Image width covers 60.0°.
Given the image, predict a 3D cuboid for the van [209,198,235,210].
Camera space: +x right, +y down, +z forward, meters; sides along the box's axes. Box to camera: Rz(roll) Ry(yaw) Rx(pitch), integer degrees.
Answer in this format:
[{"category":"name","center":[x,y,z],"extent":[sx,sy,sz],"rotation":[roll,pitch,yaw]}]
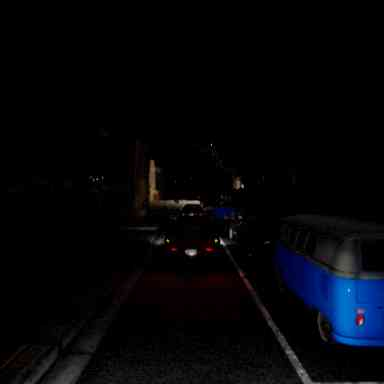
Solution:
[{"category":"van","center":[2.646,1.449,27.838],"extent":[1.690,1.788,3.998],"rotation":[1,0,0]}]

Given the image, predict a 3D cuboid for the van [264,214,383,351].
[{"category":"van","center":[2.650,1.361,6.040],"extent":[1.690,1.788,3.998],"rotation":[1,0,0]}]

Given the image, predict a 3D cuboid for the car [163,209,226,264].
[{"category":"car","center":[0.045,1.567,11.890],"extent":[1.812,1.442,4.674],"rotation":[0,0,1]}]

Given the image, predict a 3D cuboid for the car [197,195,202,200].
[{"category":"car","center":[2.638,1.626,65.984],"extent":[2.192,1.841,5.009],"rotation":[1,0,0]}]

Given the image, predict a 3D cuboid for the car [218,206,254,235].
[{"category":"car","center":[2.645,1.612,16.938],"extent":[2.008,1.369,4.403],"rotation":[1,0,0]}]

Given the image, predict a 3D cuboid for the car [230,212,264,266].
[{"category":"car","center":[2.646,1.606,11.489],"extent":[1.947,1.339,4.313],"rotation":[1,0,0]}]

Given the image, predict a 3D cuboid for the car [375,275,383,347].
[{"category":"car","center":[2.649,1.528,0.761],"extent":[1.752,1.417,4.829],"rotation":[1,0,0]}]

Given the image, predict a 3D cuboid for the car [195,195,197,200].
[{"category":"car","center":[2.630,2.043,92.412],"extent":[1.887,1.381,4.507],"rotation":[1,0,0]}]

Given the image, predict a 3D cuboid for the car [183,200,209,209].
[{"category":"car","center":[0.040,1.647,26.160],"extent":[2.033,1.411,5.357],"rotation":[0,0,1]}]

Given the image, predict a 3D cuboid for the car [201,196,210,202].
[{"category":"car","center":[2.742,1.705,51.818],"extent":[1.882,1.535,5.008],"rotation":[0,0,0]}]
